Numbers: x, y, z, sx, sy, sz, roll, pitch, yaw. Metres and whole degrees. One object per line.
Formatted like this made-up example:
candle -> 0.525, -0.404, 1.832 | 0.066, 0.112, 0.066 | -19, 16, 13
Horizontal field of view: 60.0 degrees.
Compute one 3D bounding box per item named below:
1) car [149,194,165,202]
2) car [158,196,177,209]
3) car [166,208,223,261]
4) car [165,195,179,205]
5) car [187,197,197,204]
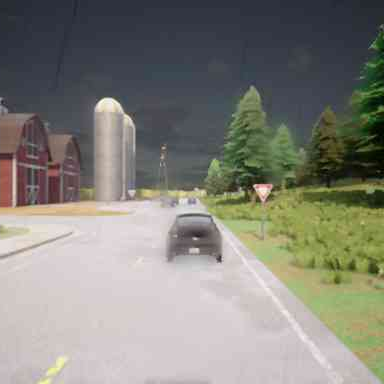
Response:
car -> -9.061, 1.812, 87.126 | 4.181, 1.381, 1.994 | 0, 0, -1
car -> -3.582, 1.675, 49.413 | 1.812, 1.442, 4.674 | 0, 0, 0
car -> 0.082, 1.542, 12.468 | 1.837, 1.490, 4.892 | 0, 0, 0
car -> -3.517, 1.687, 64.661 | 2.128, 1.511, 4.902 | 0, 0, 0
car -> -0.002, 1.751, 66.646 | 2.033, 1.411, 5.357 | 0, 0, 0
